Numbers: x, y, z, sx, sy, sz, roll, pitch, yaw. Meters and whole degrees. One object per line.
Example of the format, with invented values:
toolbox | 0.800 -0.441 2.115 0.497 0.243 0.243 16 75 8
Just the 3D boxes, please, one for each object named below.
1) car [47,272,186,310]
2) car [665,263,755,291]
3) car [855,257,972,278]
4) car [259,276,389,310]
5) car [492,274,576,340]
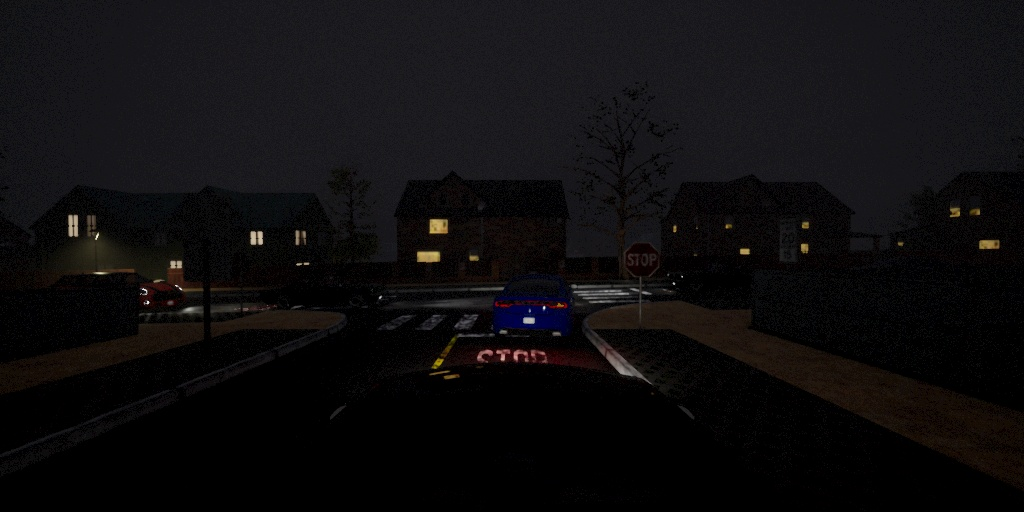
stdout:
car | -16.807 1.469 15.265 4.553 1.767 2.097 -1 1 0
car | 10.401 1.031 18.216 4.718 1.301 1.895 -1 1 -1
car | 20.047 0.750 18.257 5.357 1.411 2.033 -1 1 0
car | -7.819 1.504 15.278 4.718 1.301 1.895 -1 1 0
car | 0.782 1.225 10.075 1.882 1.535 5.008 0 0 10
